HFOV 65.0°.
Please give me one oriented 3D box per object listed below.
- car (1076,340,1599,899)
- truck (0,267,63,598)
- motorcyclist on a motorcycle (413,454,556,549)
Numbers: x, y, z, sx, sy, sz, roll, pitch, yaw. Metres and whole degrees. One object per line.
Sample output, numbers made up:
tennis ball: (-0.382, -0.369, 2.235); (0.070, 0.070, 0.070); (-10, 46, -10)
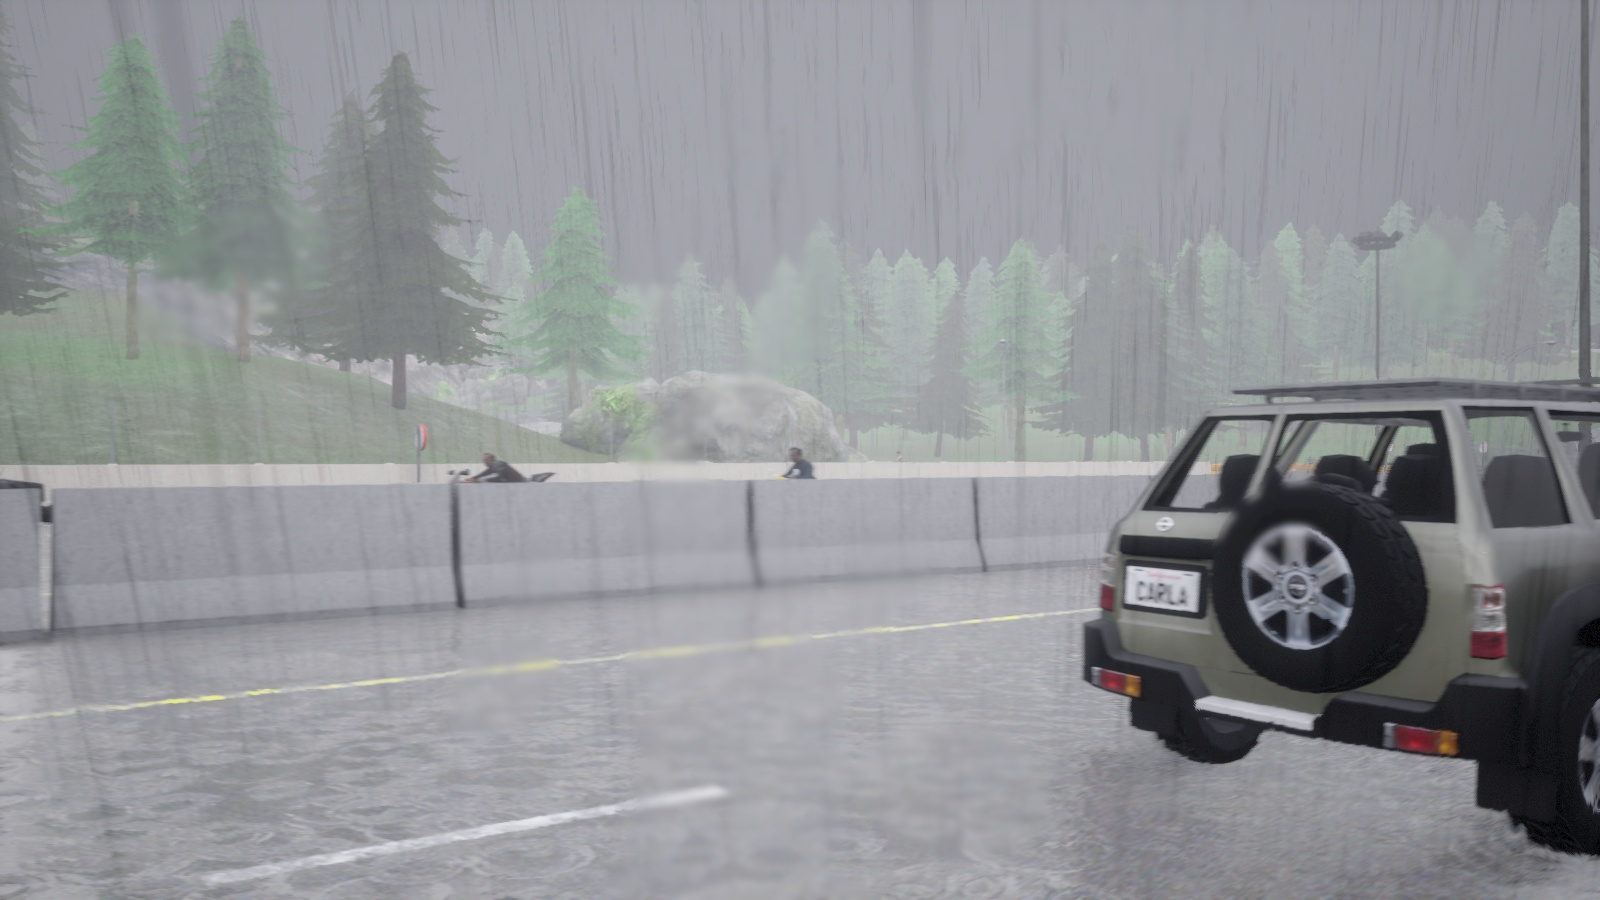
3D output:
car: (3.700, 0.569, 6.235); (4.605, 1.855, 1.932); (0, 0, -35)
truck: (-11.981, -0.181, 12.381); (7.936, 3.462, 2.891); (0, 0, -35)
motorcyclist on a motorcycle: (-5.327, 0.843, 21.272); (2.191, 1.530, 0.866); (0, 0, -35)
